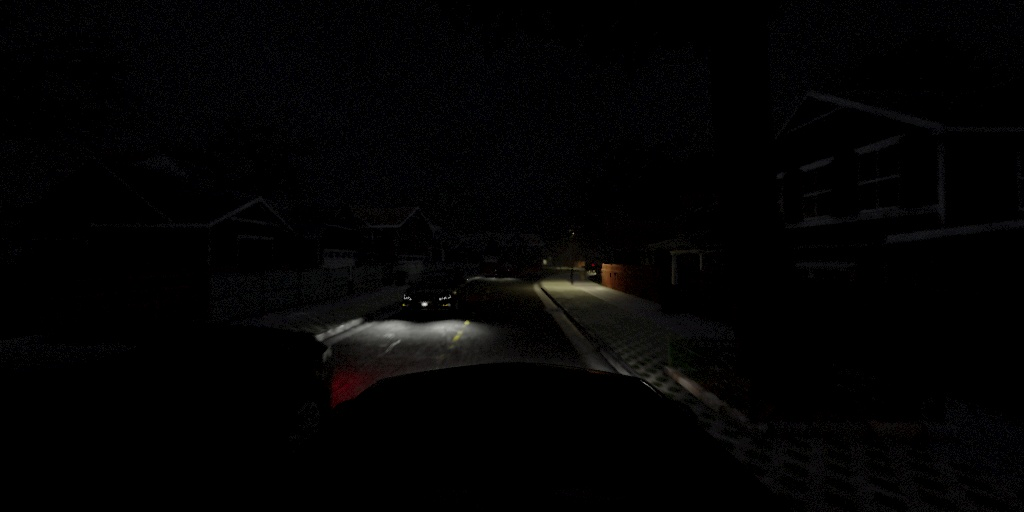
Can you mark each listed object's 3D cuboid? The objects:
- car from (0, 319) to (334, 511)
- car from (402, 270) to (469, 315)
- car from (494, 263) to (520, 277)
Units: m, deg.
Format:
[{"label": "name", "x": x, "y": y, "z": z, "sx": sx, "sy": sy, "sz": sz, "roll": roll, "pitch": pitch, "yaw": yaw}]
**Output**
[{"label": "car", "x": -2.842, "y": 1.257, "z": 1.986, "sx": 1.837, "sy": 1.490, "sz": 4.892, "roll": 0, "pitch": 0, "yaw": 0}, {"label": "car", "x": -2.815, "y": 1.316, "z": 14.044, "sx": 1.837, "sy": 1.490, "sz": 4.892, "roll": 0, "pitch": 0, "yaw": 0}, {"label": "car", "x": -0.496, "y": 1.534, "z": 39.812, "sx": 1.882, "sy": 1.535, "sz": 5.008, "roll": 0, "pitch": -1, "yaw": 14}]
